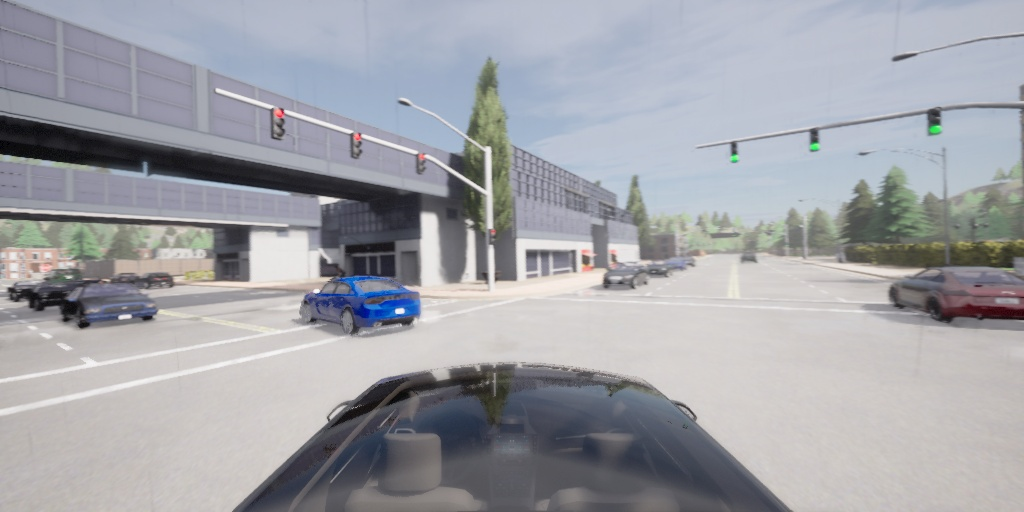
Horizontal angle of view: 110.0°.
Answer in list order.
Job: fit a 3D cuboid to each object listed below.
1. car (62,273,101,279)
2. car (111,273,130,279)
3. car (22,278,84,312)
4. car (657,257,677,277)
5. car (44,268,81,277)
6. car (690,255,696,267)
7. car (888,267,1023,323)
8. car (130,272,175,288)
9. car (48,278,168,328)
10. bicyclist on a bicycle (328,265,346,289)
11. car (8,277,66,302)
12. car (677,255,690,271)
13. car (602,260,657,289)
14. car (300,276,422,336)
[{"bbox_3d":[-38.968,2.503,32.769,4.718,1.301,1.895,-2,0,32],"label":"car"},{"bbox_3d":[-41.236,2.523,38.357,5.357,1.411,2.033,-2,0,33],"label":"car"},{"bbox_3d":[-23.598,2.045,18.761,4.718,1.301,1.895,-2,0,32],"label":"car"},{"bbox_3d":[12.149,1.025,29.832,1.994,1.385,4.181,-2,0,32],"label":"car"},{"bbox_3d":[-47.317,2.367,37.853,5.566,2.045,2.150,-2,0,31],"label":"car"},{"bbox_3d":[23.085,0.678,47.278,2.128,1.511,4.902,-2,0,32],"label":"car"},{"bbox_3d":[12.453,0.979,9.978,1.994,1.385,4.181,-2,0,31],"label":"car"},{"bbox_3d":[-33.109,2.243,33.223,4.892,1.490,1.837,-2,0,32],"label":"car"},{"bbox_3d":[-15.483,1.754,13.671,5.357,1.411,2.033,-2,0,32],"label":"car"},{"bbox_3d":[-12.146,1.438,25.128,0.582,1.620,1.656,-2,0,32],"label":"bicyclist on a bicycle"},{"bbox_3d":[-32.162,2.295,24.146,4.718,1.301,1.895,-2,0,32],"label":"car"},{"bbox_3d":[17.562,0.851,38.466,1.812,1.442,4.674,-2,0,32],"label":"car"},{"bbox_3d":[6.859,1.085,21.391,2.128,1.511,4.902,-2,0,33],"label":"car"},{"bbox_3d":[-4.859,1.382,11.236,5.008,1.535,1.882,-2,-1,41],"label":"car"}]
